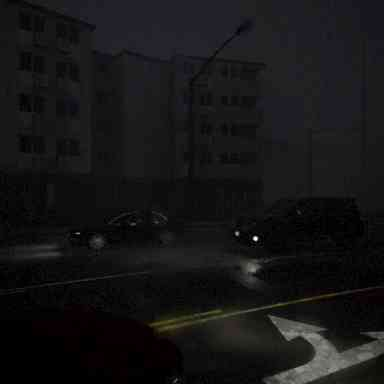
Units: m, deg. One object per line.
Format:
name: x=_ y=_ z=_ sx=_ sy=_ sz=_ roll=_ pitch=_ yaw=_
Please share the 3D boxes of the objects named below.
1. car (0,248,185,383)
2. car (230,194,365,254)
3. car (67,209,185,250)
car: x=-2.326 y=1.478 z=2.004 sx=5.008 sy=1.535 sz=1.882 roll=0 pitch=0 yaw=-36
car: x=4.312 y=1.222 z=13.505 sx=5.566 sy=2.045 sz=2.150 roll=0 pitch=0 yaw=-20
car: x=-2.703 y=1.504 z=14.136 sx=4.892 sy=1.490 sz=1.837 roll=0 pitch=0 yaw=-27
